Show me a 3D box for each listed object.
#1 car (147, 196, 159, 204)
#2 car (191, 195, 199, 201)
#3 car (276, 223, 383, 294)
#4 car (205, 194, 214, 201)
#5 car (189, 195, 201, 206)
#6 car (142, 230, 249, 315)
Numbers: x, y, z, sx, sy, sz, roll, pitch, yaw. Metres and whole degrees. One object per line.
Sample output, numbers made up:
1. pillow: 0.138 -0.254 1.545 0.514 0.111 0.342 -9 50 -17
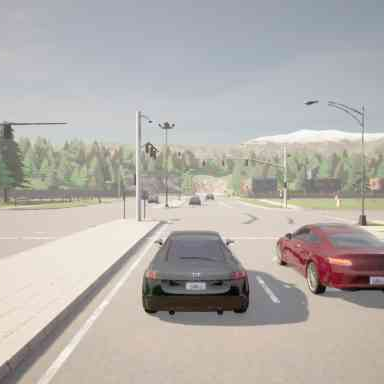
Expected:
1. car: -7.433 1.548 64.137 2.033 1.411 5.357 0 0 1
2. car: 0.856 1.428 82.108 1.895 1.301 4.718 0 0 1
3. car: 3.556 1.526 8.651 1.812 1.442 4.674 0 0 0
4. car: 4.355 1.188 82.002 2.097 1.767 4.553 0 0 1
5. car: 0.505 1.563 56.652 1.994 1.385 4.181 0 0 1
6. car: 0.058 1.564 7.649 1.994 1.385 4.181 0 0 0
